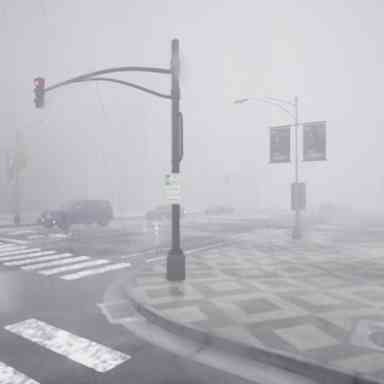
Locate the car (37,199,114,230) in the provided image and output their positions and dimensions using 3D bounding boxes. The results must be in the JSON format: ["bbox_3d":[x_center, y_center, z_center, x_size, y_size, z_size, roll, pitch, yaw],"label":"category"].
[{"bbox_3d":[-8.312,1.564,24.332,2.150,2.045,5.566,0,-1,35],"label":"car"}]

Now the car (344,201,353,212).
[{"bbox_3d":[24.793,2.437,53.931,2.128,1.511,4.902,0,-1,35],"label":"car"}]

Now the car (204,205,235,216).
[{"bbox_3d":[3.398,2.239,40.874,1.895,1.301,4.718,0,-1,35],"label":"car"}]

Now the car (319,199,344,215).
[{"bbox_3d":[19.016,2.147,45.752,2.097,1.767,4.553,0,-1,35],"label":"car"}]

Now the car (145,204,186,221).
[{"bbox_3d":[-2.534,1.993,32.496,1.837,1.490,4.892,0,-1,36],"label":"car"}]
